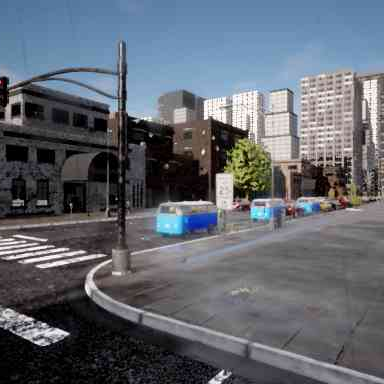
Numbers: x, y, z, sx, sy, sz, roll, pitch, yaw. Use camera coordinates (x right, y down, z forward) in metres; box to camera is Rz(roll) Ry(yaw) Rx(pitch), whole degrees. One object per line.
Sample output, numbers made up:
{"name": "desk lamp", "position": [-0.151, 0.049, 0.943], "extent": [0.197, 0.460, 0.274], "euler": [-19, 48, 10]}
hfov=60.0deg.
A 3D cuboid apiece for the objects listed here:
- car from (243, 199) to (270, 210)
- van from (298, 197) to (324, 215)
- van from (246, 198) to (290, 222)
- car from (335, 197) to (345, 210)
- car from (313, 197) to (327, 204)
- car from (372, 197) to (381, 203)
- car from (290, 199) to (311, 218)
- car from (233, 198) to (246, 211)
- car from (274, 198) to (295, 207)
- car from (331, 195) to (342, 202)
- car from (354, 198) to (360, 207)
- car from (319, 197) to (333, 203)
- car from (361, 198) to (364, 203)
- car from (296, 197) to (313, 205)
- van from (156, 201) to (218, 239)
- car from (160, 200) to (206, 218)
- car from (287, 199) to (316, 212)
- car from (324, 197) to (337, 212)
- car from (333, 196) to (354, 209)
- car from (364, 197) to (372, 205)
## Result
{"name": "car", "position": [8.830, 1.629, 45.096], "extent": [1.887, 1.381, 4.507], "euler": [0, 0, 35]}
{"name": "van", "position": [12.522, 1.469, 35.752], "extent": [1.690, 1.788, 3.998], "euler": [0, 0, 35]}
{"name": "van", "position": [6.190, 1.436, 26.704], "extent": [1.690, 1.788, 3.998], "euler": [0, 0, 35]}
{"name": "car", "position": [18.851, 1.729, 44.800], "extent": [1.947, 1.339, 4.313], "euler": [0, 0, 35]}
{"name": "car", "position": [27.726, 1.728, 72.101], "extent": [1.752, 1.417, 4.829], "euler": [0, 0, 35]}
{"name": "car", "position": [44.177, 1.899, 80.995], "extent": [1.947, 1.339, 4.313], "euler": [0, 0, 35]}
{"name": "car", "position": [9.355, 1.655, 31.227], "extent": [1.887, 1.381, 4.507], "euler": [0, 0, 35]}
{"name": "car", "position": [5.666, 1.507, 40.572], "extent": [1.967, 1.590, 4.097], "euler": [0, 0, 35]}
{"name": "car", "position": [15.161, 1.666, 54.144], "extent": [1.887, 1.381, 4.507], "euler": [0, 0, 35]}
{"name": "car", "position": [37.320, 1.712, 85.813], "extent": [1.967, 1.590, 4.097], "euler": [0, 0, 35]}
{"name": "car", "position": [25.185, 1.516, 53.850], "extent": [2.192, 1.841, 5.009], "euler": [0, 0, 35]}
{"name": "car", "position": [30.989, 1.792, 76.765], "extent": [1.947, 1.339, 4.313], "euler": [0, 0, 35]}
{"name": "car", "position": [28.446, 1.748, 58.513], "extent": [1.752, 1.417, 4.829], "euler": [0, 0, 35]}
{"name": "car", "position": [21.493, 1.705, 63.192], "extent": [1.887, 1.381, 4.507], "euler": [0, 0, 35]}
{"name": "van", "position": [-0.141, 1.407, 17.655], "extent": [1.690, 1.788, 3.998], "euler": [0, 0, 35]}
{"name": "car", "position": [-0.764, 1.558, 31.383], "extent": [1.752, 1.417, 4.829], "euler": [0, 0, 35]}
{"name": "car", "position": [14.000, 1.676, 42.377], "extent": [2.033, 1.411, 5.357], "euler": [1, 0, 35]}
{"name": "car", "position": [15.784, 1.671, 40.416], "extent": [1.752, 1.417, 4.829], "euler": [0, 0, 35]}
{"name": "car", "position": [22.019, 1.497, 49.326], "extent": [2.192, 1.841, 5.009], "euler": [0, 0, 35]}
{"name": "car", "position": [34.680, 1.809, 67.422], "extent": [1.887, 1.381, 4.507], "euler": [0, 0, 35]}
